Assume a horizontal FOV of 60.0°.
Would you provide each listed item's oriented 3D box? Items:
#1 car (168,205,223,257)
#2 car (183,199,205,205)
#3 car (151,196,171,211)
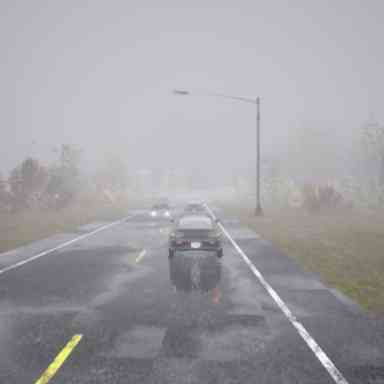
[{"bbox_3d":[0.110,1.445,12.528,1.812,1.442,4.674,0,0,0],"label":"car"},{"bbox_3d":[0.203,1.331,30.516,1.812,1.442,4.674,0,0,0],"label":"car"},{"bbox_3d":[-3.423,1.267,37.714,1.837,1.490,4.892,0,0,1],"label":"car"}]
